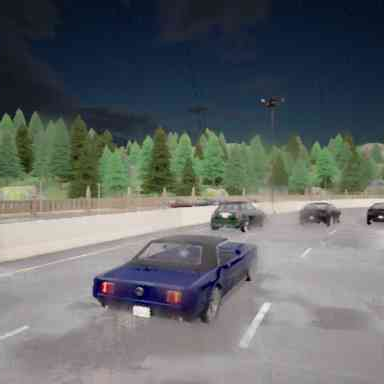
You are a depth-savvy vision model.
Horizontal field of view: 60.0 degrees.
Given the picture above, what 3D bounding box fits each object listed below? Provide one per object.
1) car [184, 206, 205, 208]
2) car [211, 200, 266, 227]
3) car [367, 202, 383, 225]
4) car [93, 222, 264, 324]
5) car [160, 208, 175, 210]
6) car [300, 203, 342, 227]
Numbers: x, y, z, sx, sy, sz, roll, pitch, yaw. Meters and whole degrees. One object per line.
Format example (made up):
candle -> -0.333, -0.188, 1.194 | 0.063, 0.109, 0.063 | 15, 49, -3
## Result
car -> 1.273, 1.496, 36.404 | 1.882, 1.535, 5.008 | 0, 0, 39
car -> 2.915, 1.361, 20.125 | 2.097, 1.767, 4.553 | 0, 0, 30
car -> 13.806, 1.483, 23.693 | 1.882, 1.535, 5.008 | 0, 0, 37
car -> 0.094, 1.605, 7.292 | 1.895, 1.301, 4.718 | 0, 0, 23
car -> -2.059, 1.546, 37.804 | 1.812, 1.442, 4.674 | 0, 0, 38
car -> 8.997, 1.485, 23.069 | 1.882, 1.535, 5.008 | 0, 0, 35
